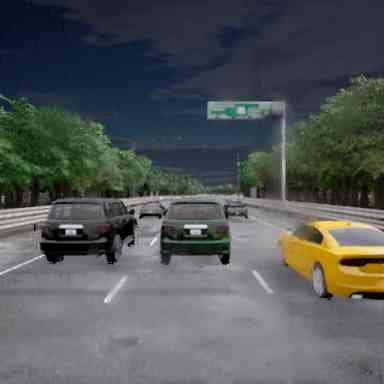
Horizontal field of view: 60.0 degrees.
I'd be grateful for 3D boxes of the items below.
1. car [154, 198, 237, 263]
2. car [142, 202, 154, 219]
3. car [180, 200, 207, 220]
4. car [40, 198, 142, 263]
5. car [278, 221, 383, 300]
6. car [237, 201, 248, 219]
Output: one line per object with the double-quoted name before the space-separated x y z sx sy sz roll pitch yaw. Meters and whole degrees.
"car" 0.103 1.216 12.007 2.150 2.045 5.566 0 0 0
"car" -3.394 1.559 29.252 1.994 1.385 4.181 0 0 0
"car" 0.105 1.486 28.753 2.128 1.511 4.902 0 0 0
"car" -3.397 1.216 12.016 2.150 2.045 5.566 0 0 0
"car" 3.601 1.473 8.457 1.882 1.535 5.008 0 0 0
"car" 3.606 1.486 28.735 2.128 1.511 4.902 0 0 0
